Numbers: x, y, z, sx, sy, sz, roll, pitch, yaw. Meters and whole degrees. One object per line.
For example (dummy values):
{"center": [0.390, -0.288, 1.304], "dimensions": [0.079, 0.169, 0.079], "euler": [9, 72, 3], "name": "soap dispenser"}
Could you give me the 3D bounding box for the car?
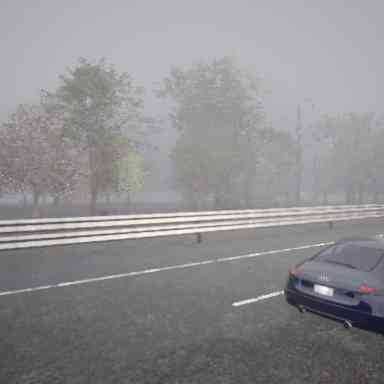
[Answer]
{"center": [3.768, 1.569, 6.563], "dimensions": [4.181, 1.385, 1.994], "euler": [0, 0, -36], "name": "car"}
